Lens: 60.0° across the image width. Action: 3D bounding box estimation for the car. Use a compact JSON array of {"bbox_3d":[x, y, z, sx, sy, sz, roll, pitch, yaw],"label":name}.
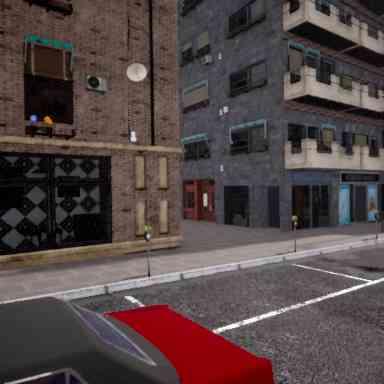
[{"bbox_3d":[-1.719,1.601,2.155,4.718,1.301,1.895,0,0,-35],"label":"car"}]
